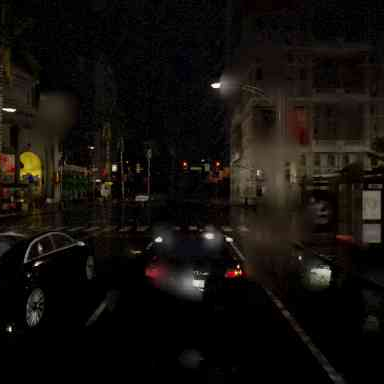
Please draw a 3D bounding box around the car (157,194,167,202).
[{"bbox_3d":[-7.125,1.355,80.056,2.097,1.767,4.553,0,0,0],"label":"car"}]

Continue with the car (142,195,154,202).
[{"bbox_3d":[-10.626,1.540,80.693,2.033,1.411,5.357,0,0,0],"label":"car"}]

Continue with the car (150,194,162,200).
[{"bbox_3d":[-9.746,1.355,90.868,2.097,1.767,4.553,0,0,10],"label":"car"}]

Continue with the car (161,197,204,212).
[{"bbox_3d":[-0.849,1.601,39.284,4.718,1.301,1.895,0,0,-40],"label":"car"}]

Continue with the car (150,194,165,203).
[{"bbox_3d":[-7.112,1.553,69.873,1.994,1.385,4.181,0,0,0],"label":"car"}]

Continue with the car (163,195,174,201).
[{"bbox_3d":[-6.312,1.524,90.185,1.812,1.442,4.674,0,0,10],"label":"car"}]

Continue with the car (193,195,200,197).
[{"bbox_3d":[1.246,1.553,91.931,1.994,1.385,4.181,0,0,16],"label":"car"}]

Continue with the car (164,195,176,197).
[{"bbox_3d":[-3.471,1.478,58.526,1.882,1.535,5.008,-1,0,-4],"label":"car"}]

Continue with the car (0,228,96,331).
[{"bbox_3d":[-3.453,1.492,6.855,2.128,1.511,4.902,0,0,0],"label":"car"}]

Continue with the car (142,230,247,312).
[{"bbox_3d":[0.052,1.564,7.790,1.994,1.385,4.181,0,0,0],"label":"car"}]

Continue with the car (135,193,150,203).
[{"bbox_3d":[-10.613,1.225,70.677,2.150,2.045,5.566,0,0,0],"label":"car"}]
